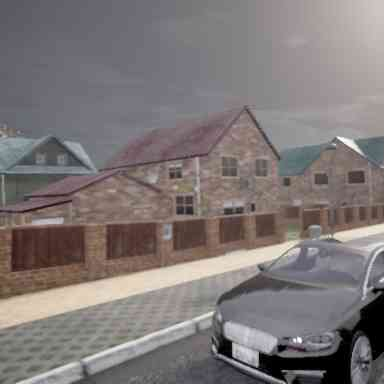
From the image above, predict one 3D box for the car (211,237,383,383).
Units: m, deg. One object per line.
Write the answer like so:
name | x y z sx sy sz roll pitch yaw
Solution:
car | 2.369 1.562 5.431 4.902 1.511 2.128 0 -1 -43
